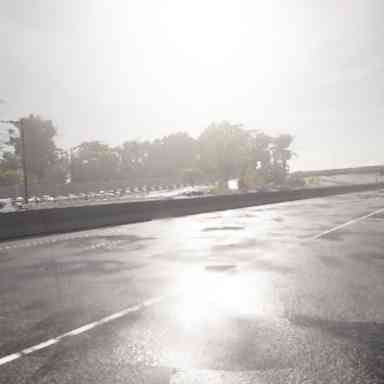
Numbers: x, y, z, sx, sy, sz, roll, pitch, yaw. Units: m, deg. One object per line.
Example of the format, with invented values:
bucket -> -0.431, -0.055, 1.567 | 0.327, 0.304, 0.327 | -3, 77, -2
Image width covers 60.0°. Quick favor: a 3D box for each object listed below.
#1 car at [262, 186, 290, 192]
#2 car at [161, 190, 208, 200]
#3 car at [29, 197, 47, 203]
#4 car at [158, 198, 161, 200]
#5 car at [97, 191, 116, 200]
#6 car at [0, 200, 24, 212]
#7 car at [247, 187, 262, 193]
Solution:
car -> 14.328, 0.028, 54.889 | 2.150, 2.045, 5.566 | -2, 0, 40
car -> -0.399, 0.843, 37.215 | 2.150, 2.045, 5.566 | -2, 1, 40
car -> -21.733, 1.468, 46.297 | 1.812, 1.442, 4.674 | -3, 1, 16
car -> -3.119, 1.263, 39.394 | 1.812, 1.442, 4.674 | -2, 1, 40
car -> -16.349, 0.611, 63.499 | 2.128, 1.511, 4.902 | -3, 2, 19
car -> -14.010, 1.613, 20.781 | 2.150, 2.045, 5.566 | -2, 1, 40
car -> 11.416, 0.153, 56.857 | 2.150, 2.045, 5.566 | -2, 0, 40
